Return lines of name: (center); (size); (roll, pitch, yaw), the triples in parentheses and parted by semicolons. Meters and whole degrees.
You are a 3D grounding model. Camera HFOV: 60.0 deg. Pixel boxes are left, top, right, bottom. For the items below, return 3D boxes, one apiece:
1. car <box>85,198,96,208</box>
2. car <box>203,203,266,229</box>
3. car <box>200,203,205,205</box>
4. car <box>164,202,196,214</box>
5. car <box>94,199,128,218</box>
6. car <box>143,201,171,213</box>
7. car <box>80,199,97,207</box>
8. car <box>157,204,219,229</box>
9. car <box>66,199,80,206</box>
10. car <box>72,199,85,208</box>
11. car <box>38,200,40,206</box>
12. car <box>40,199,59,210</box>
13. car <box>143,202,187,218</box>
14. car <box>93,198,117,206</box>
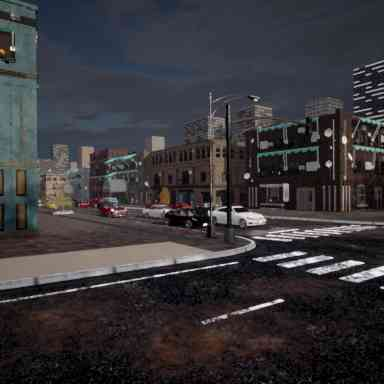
car: (-17.650, 1.939, 62.588); (2.192, 1.841, 5.009); (-1, 0, -36)
car: (3.099, 1.722, 23.686); (1.812, 1.442, 4.674); (-1, 0, -37)
car: (1.671, 1.809, 35.572); (2.008, 1.369, 4.403); (-2, 0, -36)
car: (-1.548, 1.903, 40.075); (1.802, 1.307, 4.206); (-2, 0, -36)
car: (-8.367, 1.846, 35.199); (1.967, 1.590, 4.097); (-1, 0, -36)
car: (-4.766, 1.966, 44.577); (1.802, 1.307, 4.206); (-2, 0, -36)
car: (-20.864, 2.227, 67.091); (1.887, 1.381, 4.507); (-1, 0, -36)
car: (-0.392, 1.814, 23.840); (1.947, 1.339, 4.313); (-2, 0, -36)
car: (-27.302, 2.364, 76.096); (1.947, 1.339, 4.313); (-1, 0, -36)
car: (-20.586, 2.230, 62.263); (1.994, 1.385, 4.181); (-1, 0, -36)
car: (-30.899, 2.376, 66.719); (2.008, 1.369, 4.403); (-1, 0, -36)
car: (-24.362, 2.232, 57.574); (1.752, 1.417, 4.829); (-1, 0, -36)
car: (-2.861, 1.914, 31.972); (1.895, 1.301, 4.718); (-1, 0, -36)
car: (-10.639, 1.942, 42.877); (1.882, 1.535, 5.008); (-1, 0, -35)
